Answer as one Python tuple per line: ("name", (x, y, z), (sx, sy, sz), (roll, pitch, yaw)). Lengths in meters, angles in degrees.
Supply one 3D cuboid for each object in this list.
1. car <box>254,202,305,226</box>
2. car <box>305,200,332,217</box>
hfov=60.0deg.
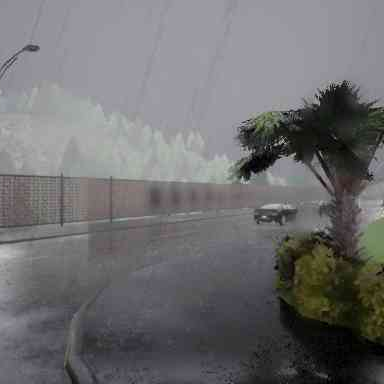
("car", (6.179, 1.478, 23.806), (1.882, 1.535, 5.008), (0, 0, 36))
("car", (11.975, 1.493, 31.877), (2.128, 1.511, 4.902), (0, 0, 35))
